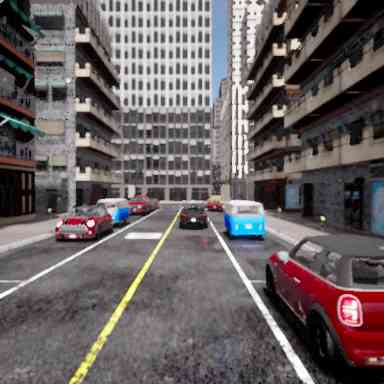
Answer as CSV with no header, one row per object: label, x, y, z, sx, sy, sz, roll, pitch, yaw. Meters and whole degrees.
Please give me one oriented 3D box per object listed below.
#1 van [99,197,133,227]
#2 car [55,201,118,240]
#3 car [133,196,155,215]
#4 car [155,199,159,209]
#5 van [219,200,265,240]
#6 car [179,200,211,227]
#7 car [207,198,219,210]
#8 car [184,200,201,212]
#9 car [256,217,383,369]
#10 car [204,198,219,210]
van,-5.334,1.354,22.396,1.690,1.788,3.998,-1,0,0
car,-5.331,1.450,16.847,1.967,1.590,4.097,-1,0,0
car,-5.338,1.332,33.495,2.192,1.841,5.009,-1,0,0
car,-5.337,1.585,39.044,1.947,1.339,4.313,-1,0,0
van,2.548,1.351,16.869,1.690,1.788,3.998,-1,0,0
car,0.092,1.538,22.559,1.812,1.442,4.674,0,0,0
car,2.543,1.565,39.066,1.887,1.381,4.507,-1,0,0
car,0.087,1.621,39.673,1.895,1.301,4.718,0,0,0
car,2.553,1.444,5.771,1.967,1.590,4.097,-1,0,0
car,2.540,1.548,44.785,1.752,1.417,4.829,-1,0,0
